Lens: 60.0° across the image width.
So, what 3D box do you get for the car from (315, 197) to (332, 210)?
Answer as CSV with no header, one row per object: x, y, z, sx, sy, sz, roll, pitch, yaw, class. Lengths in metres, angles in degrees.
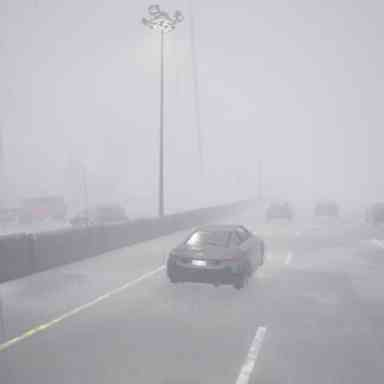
16.009,1.371,40.696,1.812,1.442,4.674,0,1,20,car

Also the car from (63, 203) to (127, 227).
-6.025,1.642,21.807,1.994,1.385,4.181,0,0,20,car

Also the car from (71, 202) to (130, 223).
-7.488,1.624,27.996,2.033,1.411,5.357,0,0,20,car

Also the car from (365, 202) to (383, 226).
13.216,1.480,22.883,1.837,1.490,4.892,0,0,20,car

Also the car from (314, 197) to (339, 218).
12.064,1.431,29.917,1.882,1.535,5.008,0,1,20,car

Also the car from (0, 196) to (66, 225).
-12.097,1.326,25.590,2.150,2.045,5.566,0,0,20,car

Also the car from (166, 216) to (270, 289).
0.863,1.601,9.500,1.994,1.385,4.181,0,0,20,car

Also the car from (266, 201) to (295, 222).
7.110,1.490,26.567,2.128,1.511,4.902,0,0,20,car
